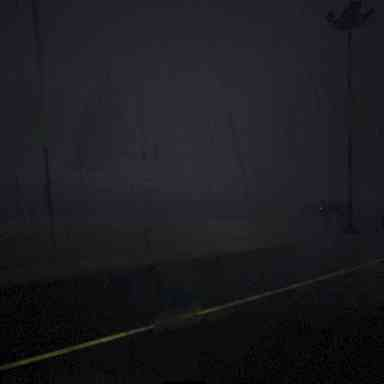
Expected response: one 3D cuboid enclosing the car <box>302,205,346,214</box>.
[{"bbox_3d":[10.386,1.238,25.964,4.718,1.301,1.895,0,0,-43],"label":"car"}]
